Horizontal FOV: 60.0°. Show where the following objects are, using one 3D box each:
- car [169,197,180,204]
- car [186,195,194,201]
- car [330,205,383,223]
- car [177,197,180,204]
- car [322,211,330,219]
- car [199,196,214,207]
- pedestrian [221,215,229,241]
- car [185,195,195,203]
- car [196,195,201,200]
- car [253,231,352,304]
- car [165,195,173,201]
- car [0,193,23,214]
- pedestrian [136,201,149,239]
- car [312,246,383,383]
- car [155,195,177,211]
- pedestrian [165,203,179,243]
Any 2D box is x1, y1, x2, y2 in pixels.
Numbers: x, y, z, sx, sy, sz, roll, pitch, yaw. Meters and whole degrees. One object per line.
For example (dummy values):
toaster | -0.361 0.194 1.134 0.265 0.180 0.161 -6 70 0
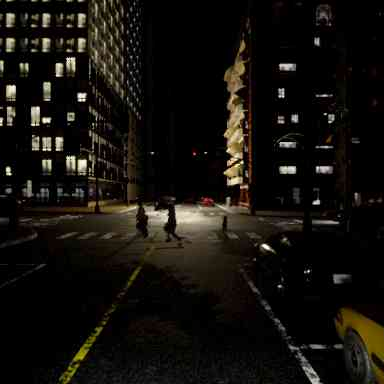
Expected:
car | -3.442 1.625 64.886 1.895 1.301 4.718 0 0 0
car | -0.512 1.396 82.541 2.128 1.511 4.902 0 0 0
car | 14.264 1.865 27.745 4.181 1.385 1.994 1 0 -1
car | -3.411 1.506 51.181 2.128 1.511 4.902 0 0 0
car | 14.453 1.836 30.349 4.829 1.417 1.752 1 -1 -1
car | 2.430 1.595 49.958 1.802 1.307 4.206 0 0 0
pedestrian | 1.548 1.295 15.388 0.375 1.860 0.375 0 0 0
car | -0.450 1.574 72.539 1.994 1.385 4.181 0 0 0
car | 2.300 1.573 62.874 2.008 1.369 4.403 0 0 0
car | 2.640 1.566 7.935 1.947 1.339 4.313 0 0 0
car | -6.255 1.598 91.064 2.008 1.369 4.403 0 0 0
car | -17.880 1.029 29.870 5.009 1.841 2.192 1 -1 -1
pedestrian | -2.398 1.295 15.962 0.375 1.860 0.375 0 0 0
car | 2.675 1.525 2.422 1.752 1.417 4.829 0 0 0
car | -3.350 1.360 40.839 2.097 1.767 4.553 0 0 0
pedestrian | -0.874 1.295 14.772 0.375 1.860 0.375 0 0 0
